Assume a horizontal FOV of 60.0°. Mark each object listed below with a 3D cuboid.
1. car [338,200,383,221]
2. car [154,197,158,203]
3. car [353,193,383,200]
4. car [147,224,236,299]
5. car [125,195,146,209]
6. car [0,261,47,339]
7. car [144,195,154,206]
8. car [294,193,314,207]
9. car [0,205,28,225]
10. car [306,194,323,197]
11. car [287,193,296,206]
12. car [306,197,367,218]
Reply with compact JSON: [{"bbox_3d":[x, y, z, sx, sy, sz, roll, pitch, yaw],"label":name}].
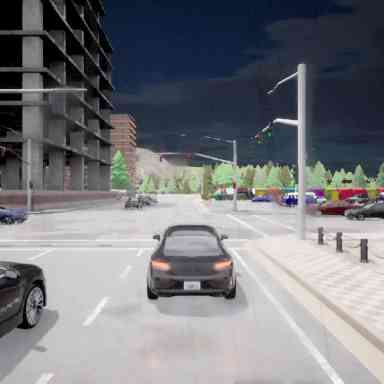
[{"bbox_3d":[14.973,1.581,27.333,4.674,1.442,1.812,0,0,-1],"label":"car"},{"bbox_3d":[-8.172,1.601,68.232,1.895,1.301,4.718,0,0,-1],"label":"car"},{"bbox_3d":[35.730,1.209,67.551,4.605,1.855,1.932,0,0,0],"label":"car"},{"bbox_3d":[-0.032,1.526,8.308,1.812,1.442,4.674,0,0,-1],"label":"car"},{"bbox_3d":[-7.968,1.526,45.675,1.812,1.442,4.674,0,0,0],"label":"car"},{"bbox_3d":[-3.488,1.492,4.029,2.128,1.511,4.902,0,0,0],"label":"car"},{"bbox_3d":[-8.088,1.352,55.754,2.097,1.767,4.553,0,0,0],"label":"car"},{"bbox_3d":[20.765,1.419,59.234,3.905,1.438,1.784,0,0,0],"label":"car"},{"bbox_3d":[-14.040,1.563,23.387,4.674,1.442,1.812,-1,0,-1],"label":"car"},{"bbox_3d":[20.780,1.451,56.339,3.806,1.475,1.970,0,0,0],"label":"car"},{"bbox_3d":[20.700,1.209,61.917,4.605,1.855,1.932,0,0,0],"label":"car"},{"bbox_3d":[12.981,1.533,30.835,5.008,1.535,1.882,0,0,-1],"label":"car"}]
